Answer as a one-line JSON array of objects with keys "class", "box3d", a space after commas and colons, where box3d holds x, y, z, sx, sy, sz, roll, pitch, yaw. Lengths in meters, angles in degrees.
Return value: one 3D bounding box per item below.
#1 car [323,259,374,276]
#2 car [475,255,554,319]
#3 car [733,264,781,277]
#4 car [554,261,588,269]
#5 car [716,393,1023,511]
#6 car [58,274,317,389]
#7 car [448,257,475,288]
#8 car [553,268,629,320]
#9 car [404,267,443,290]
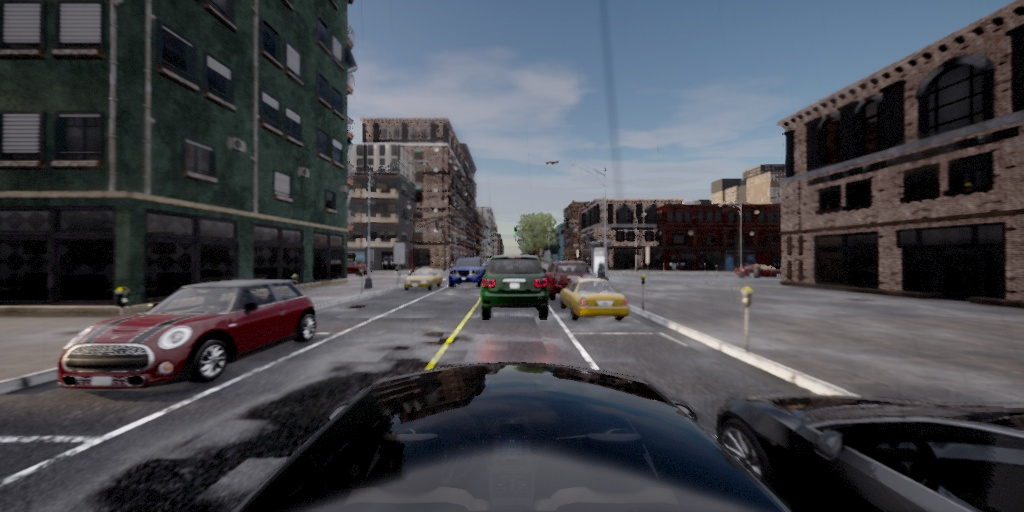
[{"class": "car", "box3d": [-17.273, 1.216, 37.812, 5.009, 1.841, 2.192, 0, 0, 0]}, {"class": "car", "box3d": [0.102, 1.028, 13.191, 2.150, 2.045, 5.566, 0, -1, 1]}, {"class": "car", "box3d": [26.151, 1.624, 38.063, 4.507, 1.381, 1.888, 0, 0, 0]}, {"class": "car", "box3d": [2.692, 1.156, 18.040, 2.192, 1.841, 5.009, 0, 0, 0]}, {"class": "car", "box3d": [2.690, 1.314, 1.421, 1.948, 1.339, 4.313, 0, 0, 0]}, {"class": "car", "box3d": [-5.690, 1.219, 6.962, 1.967, 1.591, 4.097, 0, 0, 0]}, {"class": "car", "box3d": [-3.043, 1.107, 25.554, 2.150, 2.045, 5.566, 0, -1, 1]}, {"class": "car", "box3d": [2.692, 1.336, 12.670, 1.751, 1.417, 4.829, 0, 0, 0]}, {"class": "car", "box3d": [-5.689, 1.398, 23.411, 1.751, 1.417, 4.829, 0, 0, 0]}]
